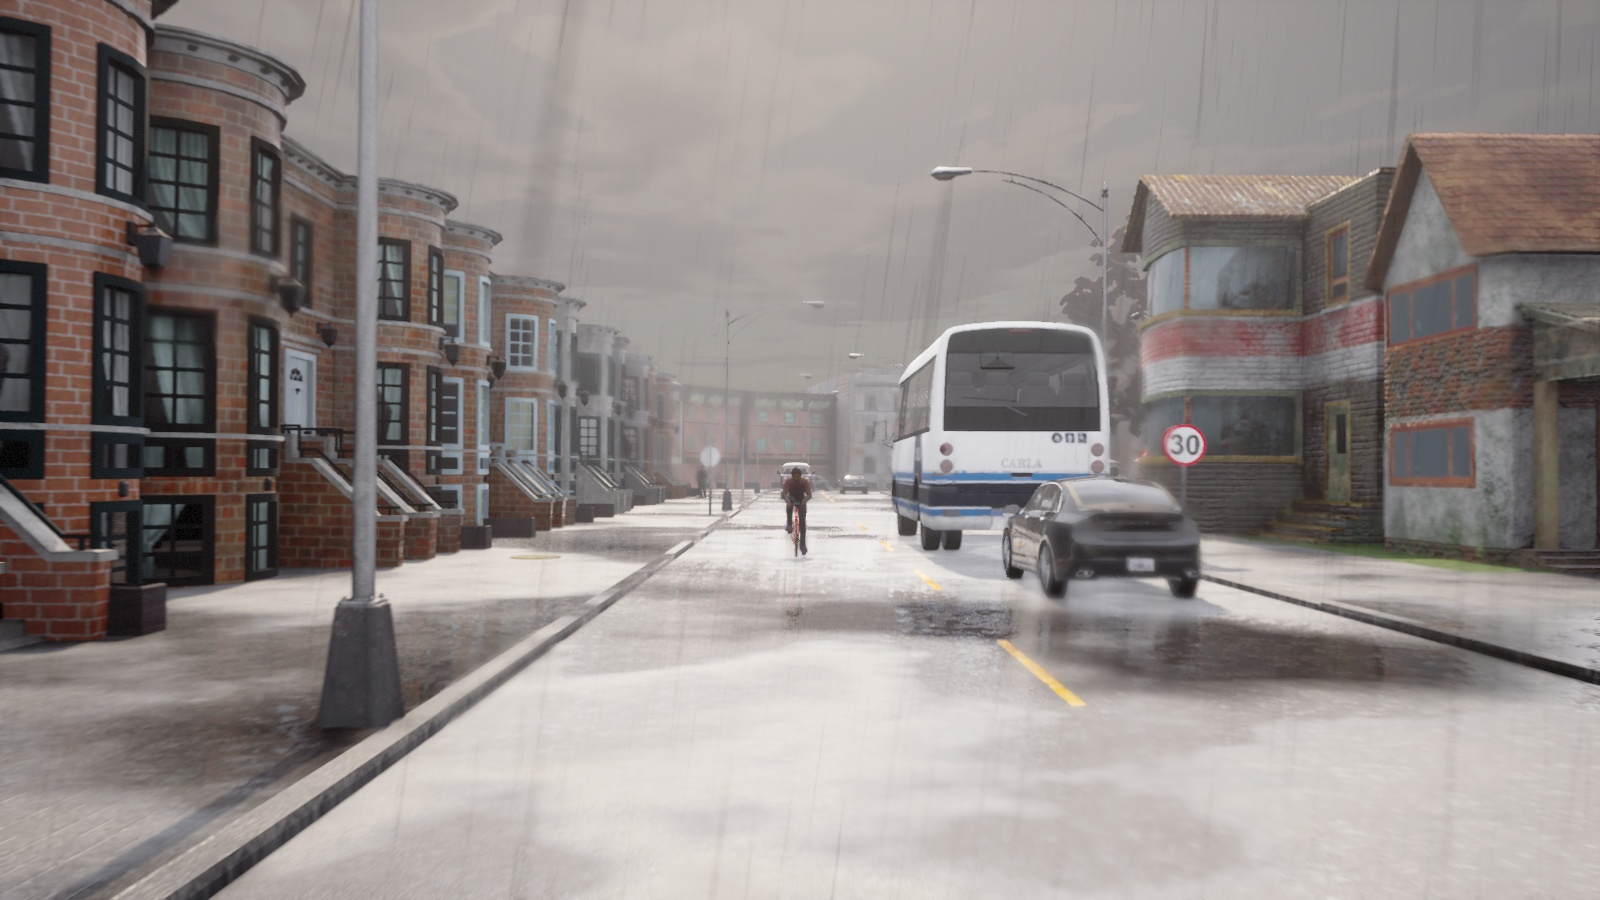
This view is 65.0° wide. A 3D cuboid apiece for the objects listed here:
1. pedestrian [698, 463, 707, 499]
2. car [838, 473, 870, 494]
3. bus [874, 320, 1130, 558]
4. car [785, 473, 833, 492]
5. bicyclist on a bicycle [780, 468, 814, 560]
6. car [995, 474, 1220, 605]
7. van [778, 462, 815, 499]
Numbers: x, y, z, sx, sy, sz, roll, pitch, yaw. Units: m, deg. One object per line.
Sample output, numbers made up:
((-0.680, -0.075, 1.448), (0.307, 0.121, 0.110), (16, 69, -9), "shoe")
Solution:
((-5.276, 1.679, 67.911), (0.402, 1.930, 0.666), (0, -1, 5), "pedestrian")
((3.741, 2.313, 87.759), (2.033, 1.411, 5.357), (0, -1, 0), "car")
((3.915, -0.117, 27.601), (3.944, 4.253, 10.273), (0, -1, 0), "bus")
((0.691, 2.475, 95.669), (1.994, 1.385, 4.181), (-1, -1, 27), "car")
((-0.056, 1.154, 23.122), (0.582, 1.620, 1.656), (0, -1, 0), "bicyclist on a bicycle")
((3.957, 1.089, 17.069), (1.837, 1.490, 4.892), (0, -1, 0), "car")
((-0.200, 1.733, 71.503), (2.069, 2.038, 4.480), (0, -1, 0), "van")
